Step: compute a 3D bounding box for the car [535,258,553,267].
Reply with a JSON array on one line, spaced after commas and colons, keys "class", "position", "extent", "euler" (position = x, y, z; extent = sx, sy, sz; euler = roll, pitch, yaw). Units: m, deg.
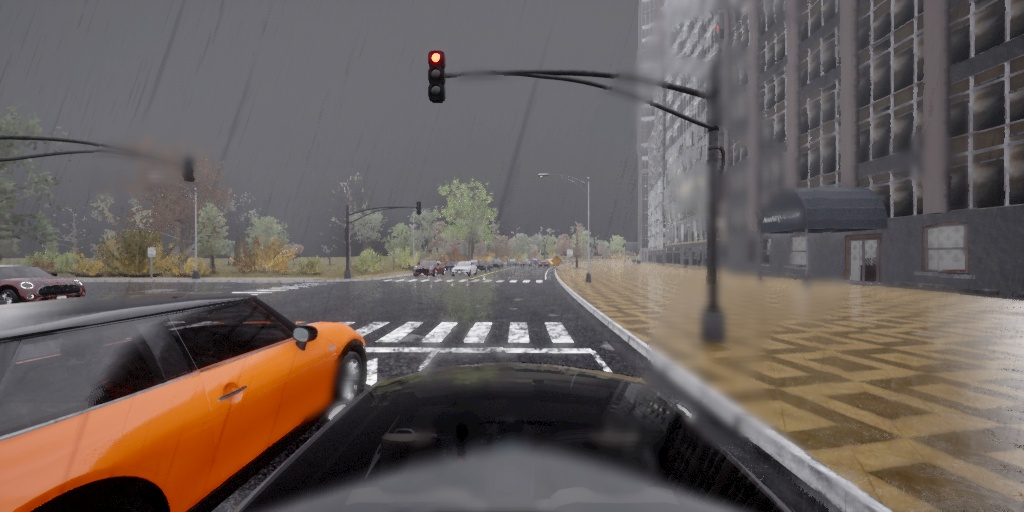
[{"class": "car", "position": [5.901, 1.360, 64.946], "extent": [1.895, 1.301, 4.718], "euler": [0, 0, 10]}]

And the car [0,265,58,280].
[{"class": "car", "position": [-20.951, 1.159, 15.051], "extent": [4.553, 1.767, 2.097], "euler": [0, 0, 4]}]

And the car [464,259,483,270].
[{"class": "car", "position": [-5.817, 1.275, 54.792], "extent": [1.812, 1.442, 4.674], "euler": [0, 0, 8]}]

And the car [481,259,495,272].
[{"class": "car", "position": [-3.798, 1.350, 45.590], "extent": [1.895, 1.301, 4.718], "euler": [0, 0, 7]}]

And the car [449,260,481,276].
[{"class": "car", "position": [-4.788, 1.273, 36.539], "extent": [1.812, 1.442, 4.674], "euler": [0, 0, 6]}]

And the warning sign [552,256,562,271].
[{"class": "warning sign", "position": [5.507, 0.868, 44.175], "extent": [1.300, 1.860, 1.060], "euler": [0, 0, 7]}]

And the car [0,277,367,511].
[{"class": "car", "position": [-3.101, 1.102, 3.255], "extent": [2.097, 1.767, 4.553], "euler": [0, 0, 0]}]

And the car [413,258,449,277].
[{"class": "car", "position": [-8.140, 1.098, 35.592], "extent": [2.097, 1.767, 4.553], "euler": [0, 0, 6]}]

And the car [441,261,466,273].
[{"class": "car", "position": [-7.192, 1.348, 44.528], "extent": [1.895, 1.301, 4.718], "euler": [0, 0, 7]}]

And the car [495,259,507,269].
[{"class": "car", "position": [-2.446, 1.352, 55.452], "extent": [1.895, 1.301, 4.718], "euler": [0, 0, 9]}]
